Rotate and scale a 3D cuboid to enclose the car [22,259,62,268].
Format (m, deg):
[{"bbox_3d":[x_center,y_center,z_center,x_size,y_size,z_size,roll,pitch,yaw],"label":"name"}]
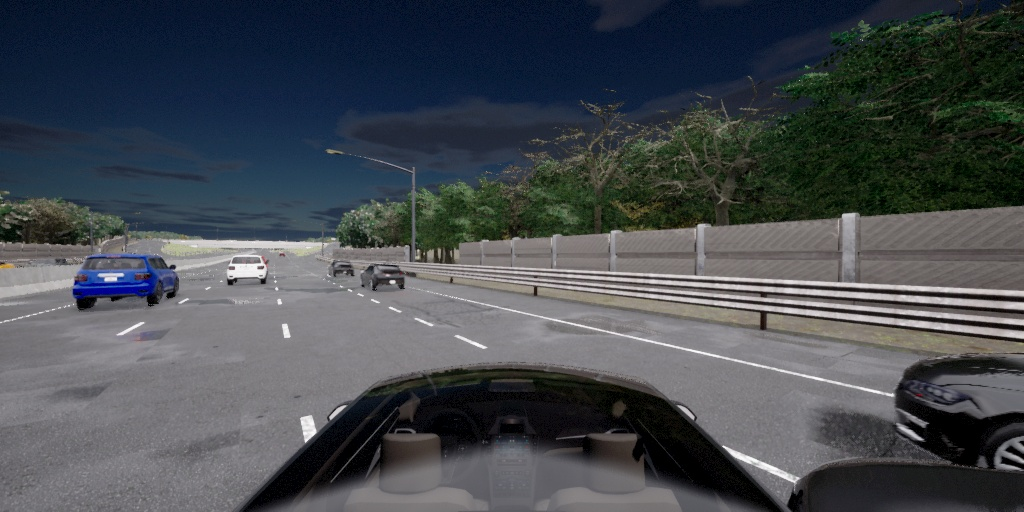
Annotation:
[{"bbox_3d":[-47.554,1.058,36.714,2.097,1.767,4.553,0,0,-33],"label":"car"}]

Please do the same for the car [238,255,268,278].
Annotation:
[{"bbox_3d":[-25.234,0.946,35.121,2.150,2.045,5.566,0,0,-34],"label":"car"}]

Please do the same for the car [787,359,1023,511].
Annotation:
[{"bbox_3d":[2.984,1.315,0.538,4.181,1.385,1.994,0,0,34],"label":"car"}]

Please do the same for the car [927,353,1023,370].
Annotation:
[{"bbox_3d":[5.625,1.242,1.920,2.128,1.511,4.902,0,0,-34],"label":"car"}]

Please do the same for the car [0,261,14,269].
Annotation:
[{"bbox_3d":[-49.982,1.185,34.042,1.882,1.535,5.008,0,0,-33],"label":"car"}]

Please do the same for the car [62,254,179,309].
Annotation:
[{"bbox_3d":[-16.073,0.961,15.225,2.150,2.045,5.566,0,0,-34],"label":"car"}]

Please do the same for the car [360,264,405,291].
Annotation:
[{"bbox_3d":[-8.044,1.245,22.086,1.837,1.490,4.892,0,-1,-34],"label":"car"}]

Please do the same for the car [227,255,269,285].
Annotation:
[{"bbox_3d":[-19.229,0.957,26.165,2.150,2.045,5.566,0,0,-34],"label":"car"}]

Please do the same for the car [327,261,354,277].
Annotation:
[{"bbox_3d":[-16.725,1.235,34.993,1.837,1.490,4.892,0,0,-34],"label":"car"}]
